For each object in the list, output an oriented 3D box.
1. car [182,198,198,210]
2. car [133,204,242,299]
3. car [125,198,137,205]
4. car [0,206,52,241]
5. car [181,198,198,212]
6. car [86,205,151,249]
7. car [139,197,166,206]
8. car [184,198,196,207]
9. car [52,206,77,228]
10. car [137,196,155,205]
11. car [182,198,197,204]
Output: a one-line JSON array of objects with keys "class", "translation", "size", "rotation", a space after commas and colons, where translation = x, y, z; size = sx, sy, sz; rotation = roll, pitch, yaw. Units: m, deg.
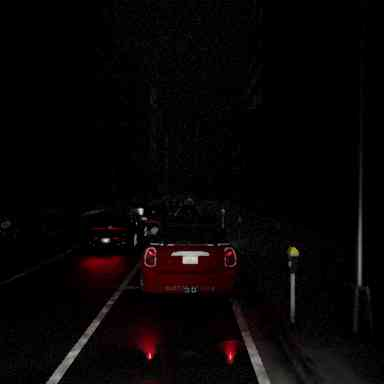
[{"class": "car", "translation": [-0.278, 1.542, 44.111], "size": [1.947, 1.339, 4.313], "rotation": [-1, 0, 0]}, {"class": "car", "translation": [-0.033, 1.350, 8.622], "size": [2.097, 1.767, 4.553], "rotation": [0, 0, 0]}, {"class": "car", "translation": [-8.822, 1.516, 49.695], "size": [1.887, 1.381, 4.507], "rotation": [-1, 0, 0]}, {"class": "car", "translation": [-8.823, 1.435, 16.181], "size": [1.967, 1.590, 4.097], "rotation": [-1, 0, 0]}, {"class": "car", "translation": [-0.279, 1.507, 38.694], "size": [1.752, 1.417, 4.829], "rotation": [-1, 0, 0]}, {"class": "car", "translation": [-3.145, 1.513, 14.565], "size": [1.837, 1.490, 4.892], "rotation": [0, 0, 0]}, {"class": "car", "translation": [-3.145, 1.474, 29.565], "size": [1.882, 1.535, 5.008], "rotation": [0, 0, 0]}, {"class": "car", "translation": [-0.276, 1.553, 49.696], "size": [1.802, 1.307, 4.206], "rotation": [-1, 0, 0]}, {"class": "car", "translation": [-8.822, 1.574, 21.767], "size": [1.802, 1.307, 4.206], "rotation": [-1, 0, 0]}, {"class": "car", "translation": [-6.146, 1.378, 47.596], "size": [2.097, 1.767, 4.553], "rotation": [0, 0, 0]}, {"class": "car", "translation": [-0.280, 1.537, 32.939], "size": [2.008, 1.369, 4.403], "rotation": [-1, 0, 0]}]
